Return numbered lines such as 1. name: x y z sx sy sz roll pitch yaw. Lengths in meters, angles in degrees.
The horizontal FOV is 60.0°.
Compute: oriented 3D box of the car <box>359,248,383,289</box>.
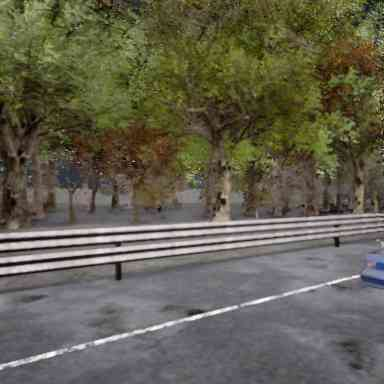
1. car: 6.288 1.658 8.212 5.357 1.411 2.033 1 0 -35
